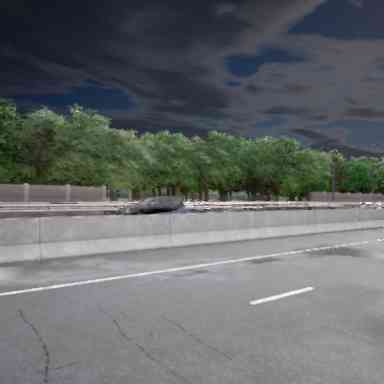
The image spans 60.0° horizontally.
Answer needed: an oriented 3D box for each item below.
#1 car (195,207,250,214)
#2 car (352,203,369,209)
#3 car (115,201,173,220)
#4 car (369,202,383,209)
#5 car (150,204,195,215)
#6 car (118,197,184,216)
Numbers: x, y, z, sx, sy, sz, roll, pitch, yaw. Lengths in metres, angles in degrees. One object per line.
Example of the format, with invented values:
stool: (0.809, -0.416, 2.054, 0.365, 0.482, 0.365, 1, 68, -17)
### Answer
car: (2.691, 1.778, 23.107, 4.181, 1.385, 1.994, 1, -1, -35)
car: (27.944, 2.467, 53.942, 4.718, 1.301, 1.895, 1, -1, -35)
car: (-4.390, 1.674, 30.955, 5.008, 1.535, 1.882, 1, -1, -35)
car: (29.986, 2.358, 51.119, 4.902, 1.511, 2.128, 1, -1, -35)
car: (-0.425, 1.795, 25.185, 4.718, 1.301, 1.895, 1, -1, -35)
car: (-3.081, 1.405, 27.589, 5.566, 2.045, 2.150, 1, -1, -35)
